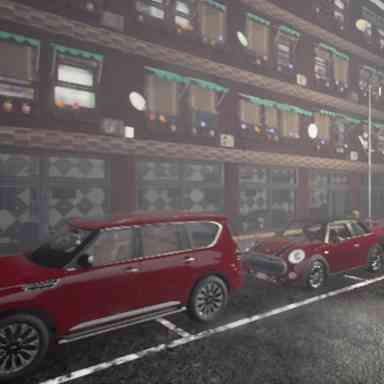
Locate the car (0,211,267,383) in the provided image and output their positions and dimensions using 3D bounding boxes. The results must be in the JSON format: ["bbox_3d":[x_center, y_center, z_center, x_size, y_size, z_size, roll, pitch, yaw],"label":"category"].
[{"bbox_3d":[-1.341,1.309,5.600,5.009,1.841,2.192,0,0,-35],"label":"car"}]

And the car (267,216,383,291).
[{"bbox_3d":[3.246,1.416,8.874,4.097,1.590,1.967,0,0,-35],"label":"car"}]
